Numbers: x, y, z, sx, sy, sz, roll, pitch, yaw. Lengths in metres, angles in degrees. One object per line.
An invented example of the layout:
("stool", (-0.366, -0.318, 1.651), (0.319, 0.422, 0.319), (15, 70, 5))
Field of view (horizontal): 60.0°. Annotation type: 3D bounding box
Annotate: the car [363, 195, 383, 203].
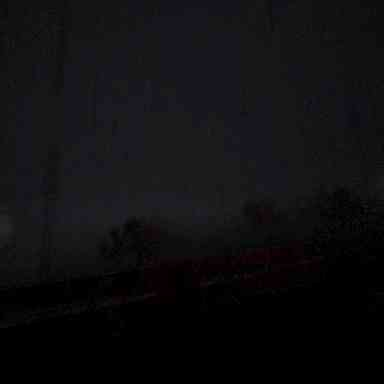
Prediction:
("car", (43.954, 1.733, 82.257), (2.150, 2.045, 5.566), (0, 0, 1))
